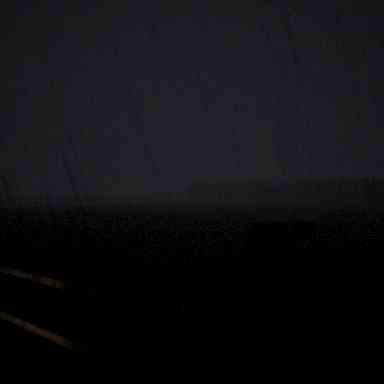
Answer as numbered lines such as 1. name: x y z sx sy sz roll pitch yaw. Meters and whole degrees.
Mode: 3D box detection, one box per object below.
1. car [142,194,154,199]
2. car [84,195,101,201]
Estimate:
1. car: -9.499 1.119 73.015 1.812 1.442 4.674 -1 0 35
2. car: -18.002 1.193 60.658 1.812 1.442 4.674 -1 0 35
